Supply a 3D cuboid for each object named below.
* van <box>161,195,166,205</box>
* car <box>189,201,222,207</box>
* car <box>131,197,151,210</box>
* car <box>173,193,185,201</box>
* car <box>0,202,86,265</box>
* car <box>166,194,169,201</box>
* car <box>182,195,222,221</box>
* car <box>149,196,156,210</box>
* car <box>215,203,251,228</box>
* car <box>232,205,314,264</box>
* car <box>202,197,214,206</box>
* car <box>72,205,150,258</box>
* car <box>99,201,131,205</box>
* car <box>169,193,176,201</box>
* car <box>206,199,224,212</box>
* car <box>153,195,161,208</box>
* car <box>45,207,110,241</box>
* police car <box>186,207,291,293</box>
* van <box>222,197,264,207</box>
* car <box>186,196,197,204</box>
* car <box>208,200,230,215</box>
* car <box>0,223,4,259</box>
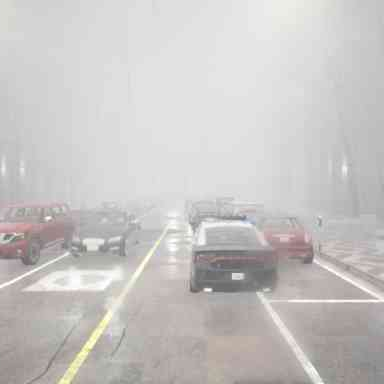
[{"bbox_3d":[-5.828,1.346,56.904,1.690,1.788,3.998,0,0,0],"label":"van"},{"bbox_3d":[0.877,1.506,18.902,1.837,1.490,4.892,0,0,0],"label":"car"},{"bbox_3d":[-5.801,1.553,34.359,2.008,1.369,4.403,0,0,0],"label":"car"},{"bbox_3d":[-3.102,1.616,84.763,1.895,1.301,4.718,0,0,0],"label":"car"},{"bbox_3d":[-5.773,1.316,11.813,2.192,1.841,5.009,0,0,0],"label":"car"},{"bbox_3d":[-5.835,1.531,62.370,1.752,1.417,4.829,0,0,0],"label":"car"},{"bbox_3d":[0.620,1.353,24.781,2.097,1.767,4.553,0,0,-5],"label":"car"},{"bbox_3d":[-5.808,1.528,39.825,1.752,1.417,4.829,0,0,0],"label":"car"},{"bbox_3d":[2.737,1.546,23.106,1.887,1.381,4.507,0,0,0],"label":"car"},{"bbox_3d":[2.751,1.441,11.833,1.967,1.590,4.097,0,0,0],"label":"car"},{"bbox_3d":[2.696,1.571,56.927,1.947,1.339,4.313,0,0,0],"label":"car"},{"bbox_3d":[-3.116,1.492,12.887,2.128,1.511,4.902,0,0,0],"label":"car"},{"bbox_3d":[-5.787,1.442,23.087,1.967,1.590,4.097,0,0,0],"label":"car"},{"bbox_3d":[-5.863,1.331,85.086,2.192,1.841,5.009,0,0,0],"label":"car"},{"bbox_3d":[2.717,1.569,40.017,1.947,1.339,4.313,0,0,0],"label":"car"},{"bbox_3d":[-5.815,1.444,45.631,1.967,1.590,4.097,0,0,0],"label":"car"},{"bbox_3d":[-5.781,1.567,17.450,1.947,1.339,4.313,0,0,0],"label":"car"},{"bbox_3d":[0.889,1.426,9.011,1.930,1.638,5.238,0,0,0],"label":"police car"},{"bbox_3d":[2.745,1.342,17.470,1.690,1.788,3.998,0,0,0],"label":"van"},{"bbox_3d":[-0.078,1.570,64.525,1.994,1.385,4.181,0,0,0],"label":"car"},{"bbox_3d":[2.723,1.568,34.380,1.947,1.339,4.313,0,0,0],"label":"car"},{"bbox_3d":[-5.767,1.545,6.177,1.887,1.381,4.507,0,0,0],"label":"car"}]
